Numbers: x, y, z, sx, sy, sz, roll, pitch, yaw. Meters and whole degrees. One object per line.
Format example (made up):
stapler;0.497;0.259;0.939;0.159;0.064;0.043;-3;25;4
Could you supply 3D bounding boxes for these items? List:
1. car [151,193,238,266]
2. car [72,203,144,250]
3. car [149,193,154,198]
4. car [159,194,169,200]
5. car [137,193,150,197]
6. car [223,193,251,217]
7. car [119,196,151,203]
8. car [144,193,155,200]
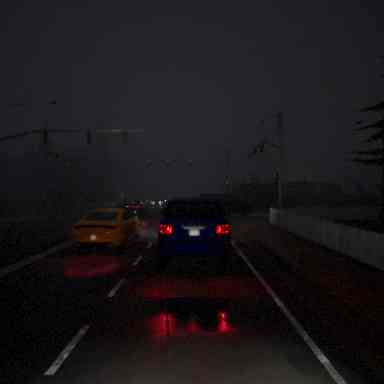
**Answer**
car;0.056;1.177;11.554;2.150;2.045;5.566;0;0;0
car;-3.430;1.425;14.076;1.882;1.535;5.008;0;0;0
car;-7.004;1.275;67.518;1.812;1.442;4.674;0;0;0
car;-7.003;1.229;83.034;2.033;1.411;5.357;0;0;0
car;-10.505;1.265;67.518;2.128;1.511;4.902;0;0;0
car;2.695;1.122;27.260;2.150;2.045;5.566;-2;-1;40
car;-5.506;1.385;28.922;2.128;1.511;4.902;0;0;-23
car;-10.503;1.044;83.059;2.097;1.767;4.553;0;0;0
